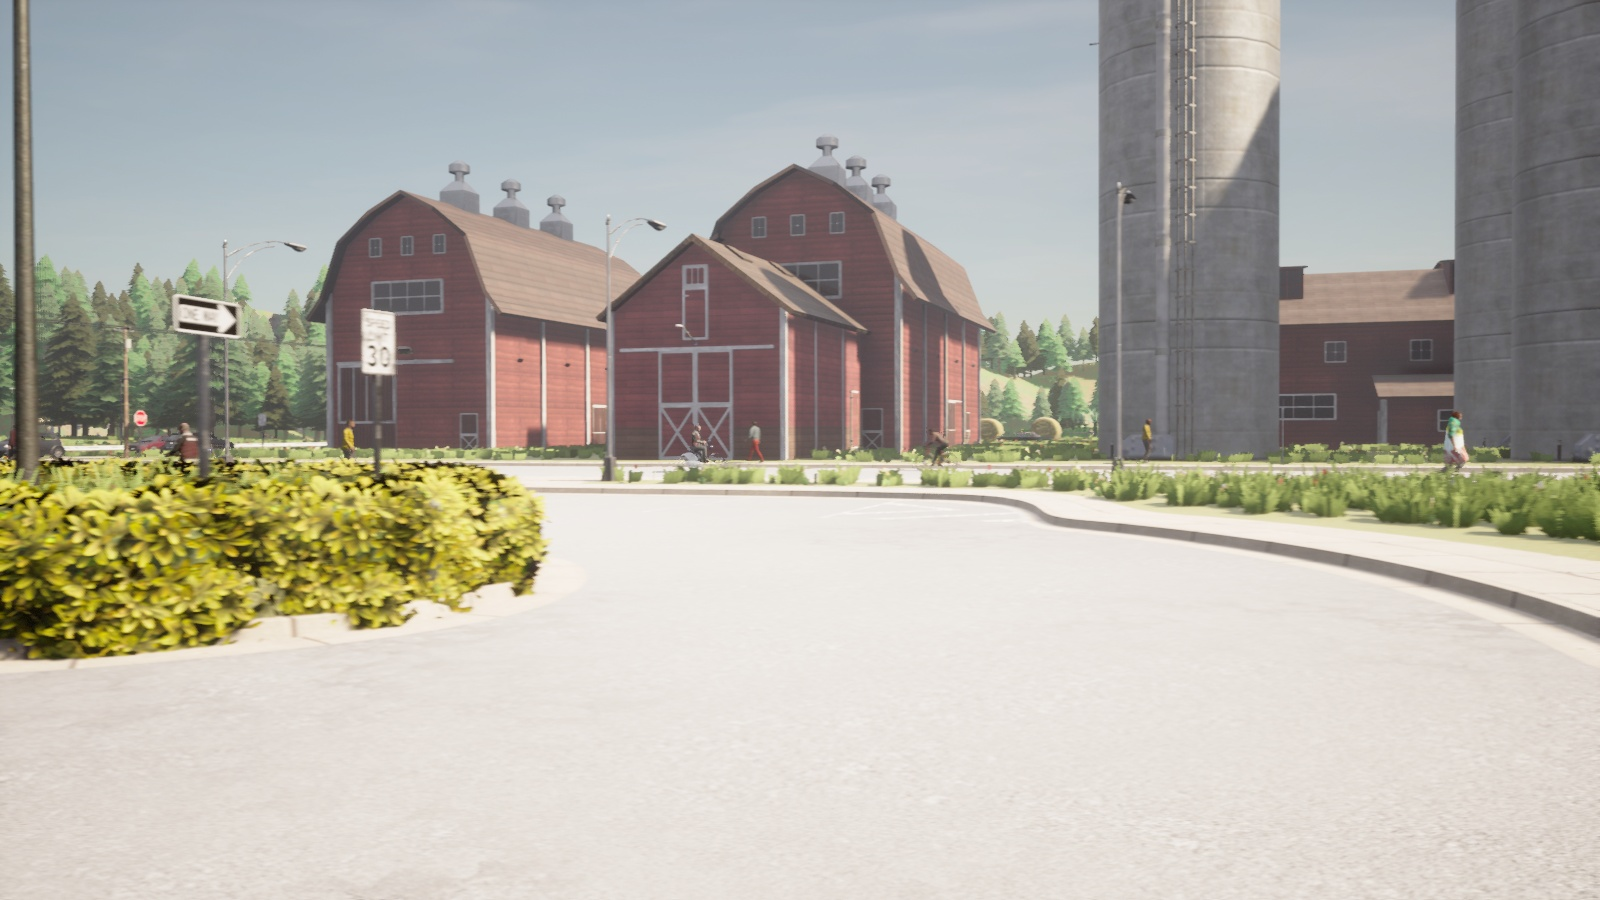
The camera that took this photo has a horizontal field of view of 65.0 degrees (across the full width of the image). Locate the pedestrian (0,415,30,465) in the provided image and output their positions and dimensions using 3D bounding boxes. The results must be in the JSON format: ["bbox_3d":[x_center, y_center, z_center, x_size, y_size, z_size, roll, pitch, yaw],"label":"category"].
[{"bbox_3d":[-29.068,-0.372,46.497,0.899,1.844,0.634,1,1,36],"label":"pedestrian"}]

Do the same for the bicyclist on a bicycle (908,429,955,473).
[{"bbox_3d":[4.957,0.041,47.293,1.656,1.620,0.582,0,1,18],"label":"bicyclist on a bicycle"}]

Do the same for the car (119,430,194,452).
[{"bbox_3d":[-42.591,-0.602,83.187,1.994,1.385,4.181,1,1,20],"label":"car"}]

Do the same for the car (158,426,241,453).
[{"bbox_3d":[-39.244,-0.707,82.189,2.033,1.649,4.856,1,1,19],"label":"car"}]

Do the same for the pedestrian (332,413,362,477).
[{"bbox_3d":[-13.070,-0.140,36.260,0.709,1.840,0.431,0,1,-4],"label":"pedestrian"}]

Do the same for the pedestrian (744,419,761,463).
[{"bbox_3d":[-2.042,-0.386,53.737,0.614,1.847,0.353,1,1,30],"label":"pedestrian"}]

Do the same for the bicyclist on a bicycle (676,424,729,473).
[{"bbox_3d":[-3.586,-0.059,46.371,1.843,1.776,0.659,0,1,18],"label":"bicyclist on a bicycle"}]

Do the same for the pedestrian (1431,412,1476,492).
[{"bbox_3d":[16.262,0.042,31.271,0.873,1.952,0.659,0,1,17],"label":"pedestrian"}]

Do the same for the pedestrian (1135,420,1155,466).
[{"bbox_3d":[13.780,-0.275,50.190,0.726,1.835,0.370,1,1,21],"label":"pedestrian"}]

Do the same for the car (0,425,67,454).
[{"bbox_3d":[-45.700,-0.634,74.124,1.851,1.617,3.988,1,1,19],"label":"car"}]
